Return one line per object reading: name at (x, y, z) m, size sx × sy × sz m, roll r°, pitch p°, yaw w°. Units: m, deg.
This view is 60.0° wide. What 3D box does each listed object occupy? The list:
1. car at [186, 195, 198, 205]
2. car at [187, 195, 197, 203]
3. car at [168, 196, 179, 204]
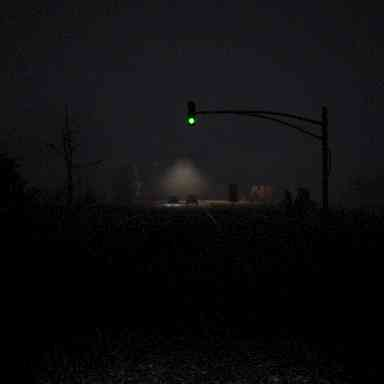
car at (-0.004, 1.401, 59.690) m, size 2.097 × 1.767 × 4.553 m, roll 0°, pitch 0°, yaw 0°
car at (-0.005, 1.399, 69.726) m, size 1.837 × 1.490 × 4.892 m, roll 0°, pitch 0°, yaw 0°
car at (-3.505, 1.562, 63.890) m, size 1.837 × 1.490 × 4.892 m, roll 0°, pitch 0°, yaw 0°
